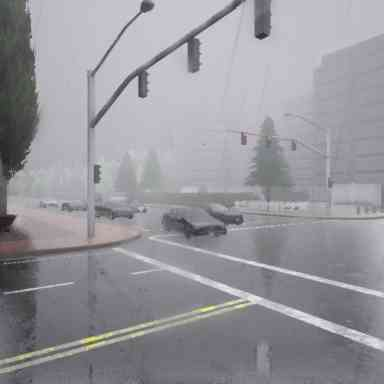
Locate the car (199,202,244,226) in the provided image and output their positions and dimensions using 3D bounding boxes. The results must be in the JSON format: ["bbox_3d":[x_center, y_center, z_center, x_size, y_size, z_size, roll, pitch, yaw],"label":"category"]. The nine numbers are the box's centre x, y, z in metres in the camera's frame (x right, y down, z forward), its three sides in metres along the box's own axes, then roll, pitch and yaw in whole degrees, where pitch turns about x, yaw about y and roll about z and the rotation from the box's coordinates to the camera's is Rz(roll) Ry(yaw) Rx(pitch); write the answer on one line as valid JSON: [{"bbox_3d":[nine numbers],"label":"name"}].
[{"bbox_3d":[1.406,1.478,22.857,1.882,1.535,5.008,0,0,-36],"label":"car"}]

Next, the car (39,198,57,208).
[{"bbox_3d":[-20.304,1.526,47.123,1.812,1.442,4.674,0,0,-35],"label":"car"}]

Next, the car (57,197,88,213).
[{"bbox_3d":[-13.247,1.526,37.236,1.812,1.442,4.674,0,0,-36],"label":"car"}]

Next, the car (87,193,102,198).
[{"bbox_3d":[-18.992,1.221,63.611,2.150,2.045,5.566,0,0,-36],"label":"car"}]

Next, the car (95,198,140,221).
[{"bbox_3d":[-6.541,1.505,27.877,1.837,1.490,4.892,0,0,-36],"label":"car"}]

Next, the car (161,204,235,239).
[{"bbox_3d":[-0.084,1.547,17.681,2.033,1.411,5.357,0,0,-22],"label":"car"}]

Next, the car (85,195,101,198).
[{"bbox_3d":[-14.339,1.505,44.780,1.837,1.490,4.892,0,0,-36],"label":"car"}]

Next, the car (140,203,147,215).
[{"bbox_3d":[-6.230,1.491,33.448,2.128,1.511,4.902,0,0,-36],"label":"car"}]
